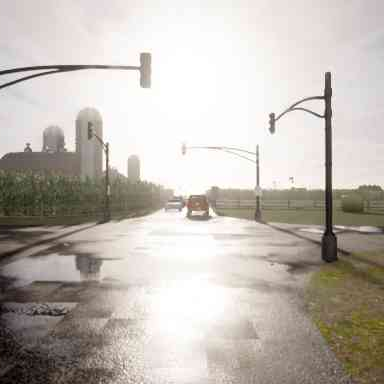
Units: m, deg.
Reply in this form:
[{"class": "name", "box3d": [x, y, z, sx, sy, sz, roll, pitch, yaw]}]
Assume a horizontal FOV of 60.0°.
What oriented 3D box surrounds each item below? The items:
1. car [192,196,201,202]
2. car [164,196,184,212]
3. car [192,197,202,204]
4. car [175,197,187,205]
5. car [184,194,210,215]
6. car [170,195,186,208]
[{"class": "car", "box3d": [1.085, 1.719, 80.176, 1.895, 1.301, 4.718, 0, 0, 1]}, {"class": "car", "box3d": [-2.201, 1.562, 40.086, 1.812, 1.442, 4.674, 0, 0, 1]}, {"class": "car", "box3d": [1.032, 1.682, 65.484, 1.895, 1.301, 4.718, 0, 0, 1]}, {"class": "car", "box3d": [-1.957, 1.617, 60.094, 2.033, 1.411, 5.357, 0, 0, 1]}, {"class": "car", "box3d": [0.653, 1.251, 34.620, 2.150, 2.045, 5.566, 0, 0, 2]}, {"class": "car", "box3d": [-2.091, 1.403, 49.913, 2.097, 1.767, 4.553, 0, 0, 1]}]
